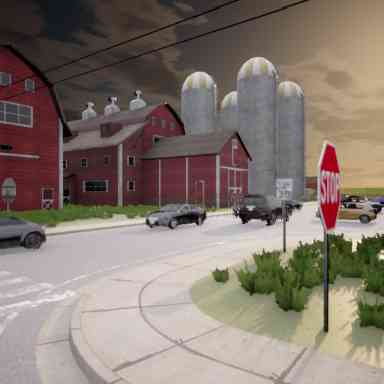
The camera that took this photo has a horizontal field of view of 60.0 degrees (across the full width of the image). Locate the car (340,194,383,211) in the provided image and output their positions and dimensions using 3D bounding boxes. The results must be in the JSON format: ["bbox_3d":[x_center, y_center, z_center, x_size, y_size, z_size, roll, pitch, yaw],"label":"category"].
[{"bbox_3d":[18.780,1.314,36.451,3.866,1.878,1.905,0,0,35],"label":"car"}]

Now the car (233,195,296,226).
[{"bbox_3d":[5.357,1.222,23.958,2.150,2.045,5.566,0,0,34],"label":"car"}]

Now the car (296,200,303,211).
[{"bbox_3d":[11.506,1.602,39.370,1.895,1.301,4.718,0,0,35],"label":"car"}]

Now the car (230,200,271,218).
[{"bbox_3d":[5.489,1.507,30.675,1.837,1.490,4.892,0,0,35],"label":"car"}]

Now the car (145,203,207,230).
[{"bbox_3d":[-0.925,1.492,21.370,2.128,1.511,4.902,0,0,35],"label":"car"}]

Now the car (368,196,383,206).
[{"bbox_3d":[32.622,1.481,56.309,4.611,1.667,2.242,0,0,35],"label":"car"}]

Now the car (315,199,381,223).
[{"bbox_3d":[11.536,1.506,25.066,4.193,1.474,1.816,0,0,35],"label":"car"}]

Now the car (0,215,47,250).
[{"bbox_3d":[-7.812,1.565,12.652,4.181,1.385,1.994,0,0,-43],"label":"car"}]
